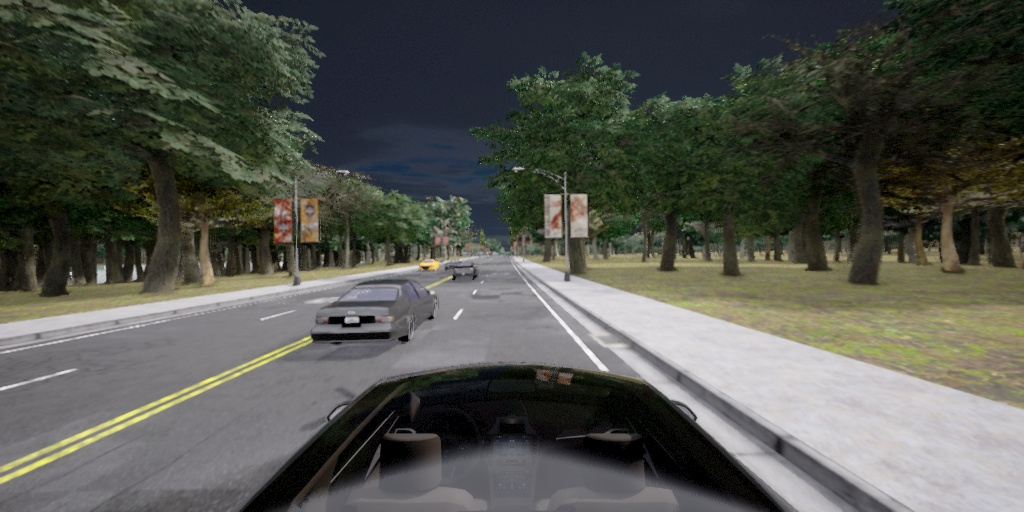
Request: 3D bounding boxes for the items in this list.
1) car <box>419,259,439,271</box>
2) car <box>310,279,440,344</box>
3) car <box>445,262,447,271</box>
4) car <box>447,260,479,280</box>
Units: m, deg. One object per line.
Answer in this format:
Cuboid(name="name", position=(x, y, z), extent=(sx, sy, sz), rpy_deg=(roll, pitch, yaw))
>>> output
Cuboid(name="car", position=(-10.806, 1.170, 47.051), extent=(1.882, 1.535, 5.008), rpy_deg=(-1, 0, -1))
Cuboid(name="car", position=(-3.299, 1.331, 9.743), extent=(2.033, 1.411, 5.357), rpy_deg=(-1, 0, -2))
Cuboid(name="car", position=(-7.556, 1.198, 47.002), extent=(1.994, 1.385, 4.181), rpy_deg=(-1, 0, -1))
Cuboid(name="car", position=(-3.826, 1.191, 30.176), extent=(2.128, 1.511, 4.902), rpy_deg=(-1, 0, -1))
